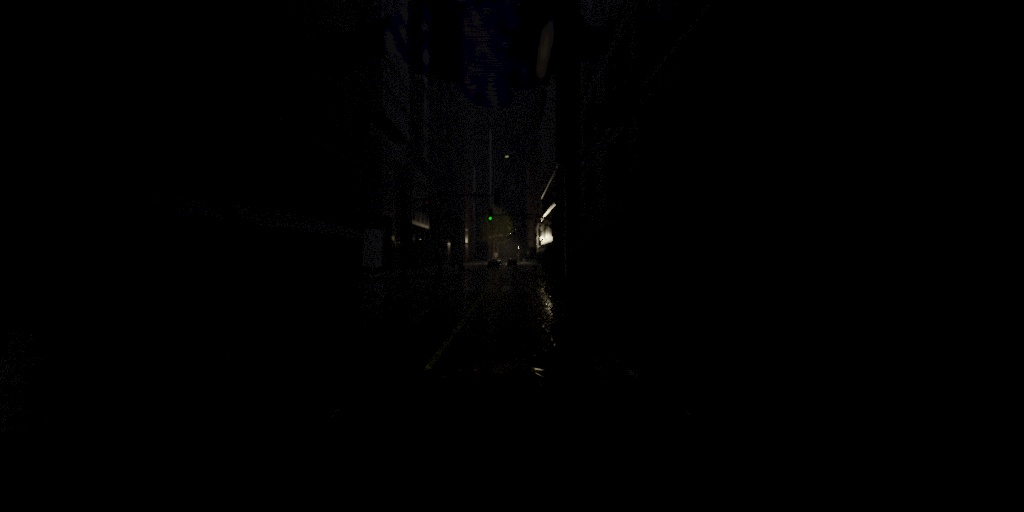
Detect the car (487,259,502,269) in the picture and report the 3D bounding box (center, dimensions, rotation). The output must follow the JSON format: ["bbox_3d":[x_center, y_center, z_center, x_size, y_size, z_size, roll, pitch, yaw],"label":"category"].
[{"bbox_3d":[-3.030,1.304,58.561,2.033,1.411,5.357,0,0,1],"label":"car"}]
